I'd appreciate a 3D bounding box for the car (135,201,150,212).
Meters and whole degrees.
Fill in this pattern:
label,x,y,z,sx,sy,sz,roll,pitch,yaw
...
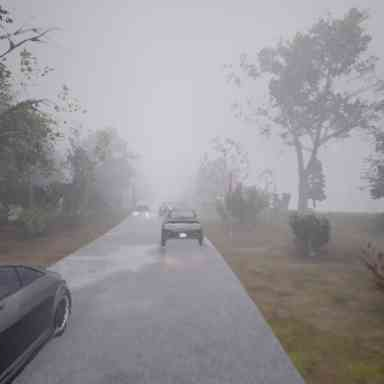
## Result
label,x,y,z,sx,sy,sz,roll,pitch,yaw
car,-7.168,2.032,47.975,1.882,1.535,5.008,0,-2,-8

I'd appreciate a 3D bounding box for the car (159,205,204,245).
label,x,y,z,sx,sy,sz,roll,pitch,yaw
car,-0.522,1.574,16.050,2.128,1.511,4.902,0,-1,-4

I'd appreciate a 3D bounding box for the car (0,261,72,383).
label,x,y,z,sx,sy,sz,roll,pitch,yaw
car,-2.954,1.575,3.856,1.994,1.385,4.181,0,0,-1

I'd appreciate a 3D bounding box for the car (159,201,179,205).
label,x,y,z,sx,sy,sz,roll,pitch,yaw
car,-2.351,1.667,34.348,2.097,1.767,4.553,0,-1,-7
